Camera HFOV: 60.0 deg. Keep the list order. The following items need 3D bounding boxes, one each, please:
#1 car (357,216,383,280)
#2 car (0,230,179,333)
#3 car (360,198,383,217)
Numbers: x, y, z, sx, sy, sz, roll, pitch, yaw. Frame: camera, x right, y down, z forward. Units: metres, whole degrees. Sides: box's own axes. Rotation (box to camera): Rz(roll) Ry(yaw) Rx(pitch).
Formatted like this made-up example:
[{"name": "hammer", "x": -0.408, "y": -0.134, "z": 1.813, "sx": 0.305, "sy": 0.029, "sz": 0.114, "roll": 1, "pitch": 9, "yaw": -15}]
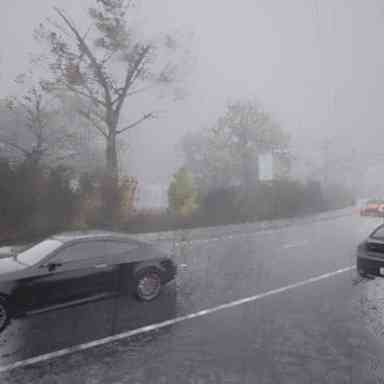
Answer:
[{"name": "car", "x": 6.162, "y": 1.518, "z": 8.927, "sx": 4.892, "sy": 1.490, "sz": 1.837, "roll": 0, "pitch": 0, "yaw": -41}, {"name": "car", "x": -2.434, "y": 1.550, "z": 6.724, "sx": 4.674, "sy": 1.442, "sz": 1.812, "roll": 0, "pitch": 0, "yaw": -37}, {"name": "car", "x": 17.191, "y": 1.384, "z": 31.021, "sx": 2.097, "sy": 1.767, "sz": 4.553, "roll": 0, "pitch": 0, "yaw": 38}]
